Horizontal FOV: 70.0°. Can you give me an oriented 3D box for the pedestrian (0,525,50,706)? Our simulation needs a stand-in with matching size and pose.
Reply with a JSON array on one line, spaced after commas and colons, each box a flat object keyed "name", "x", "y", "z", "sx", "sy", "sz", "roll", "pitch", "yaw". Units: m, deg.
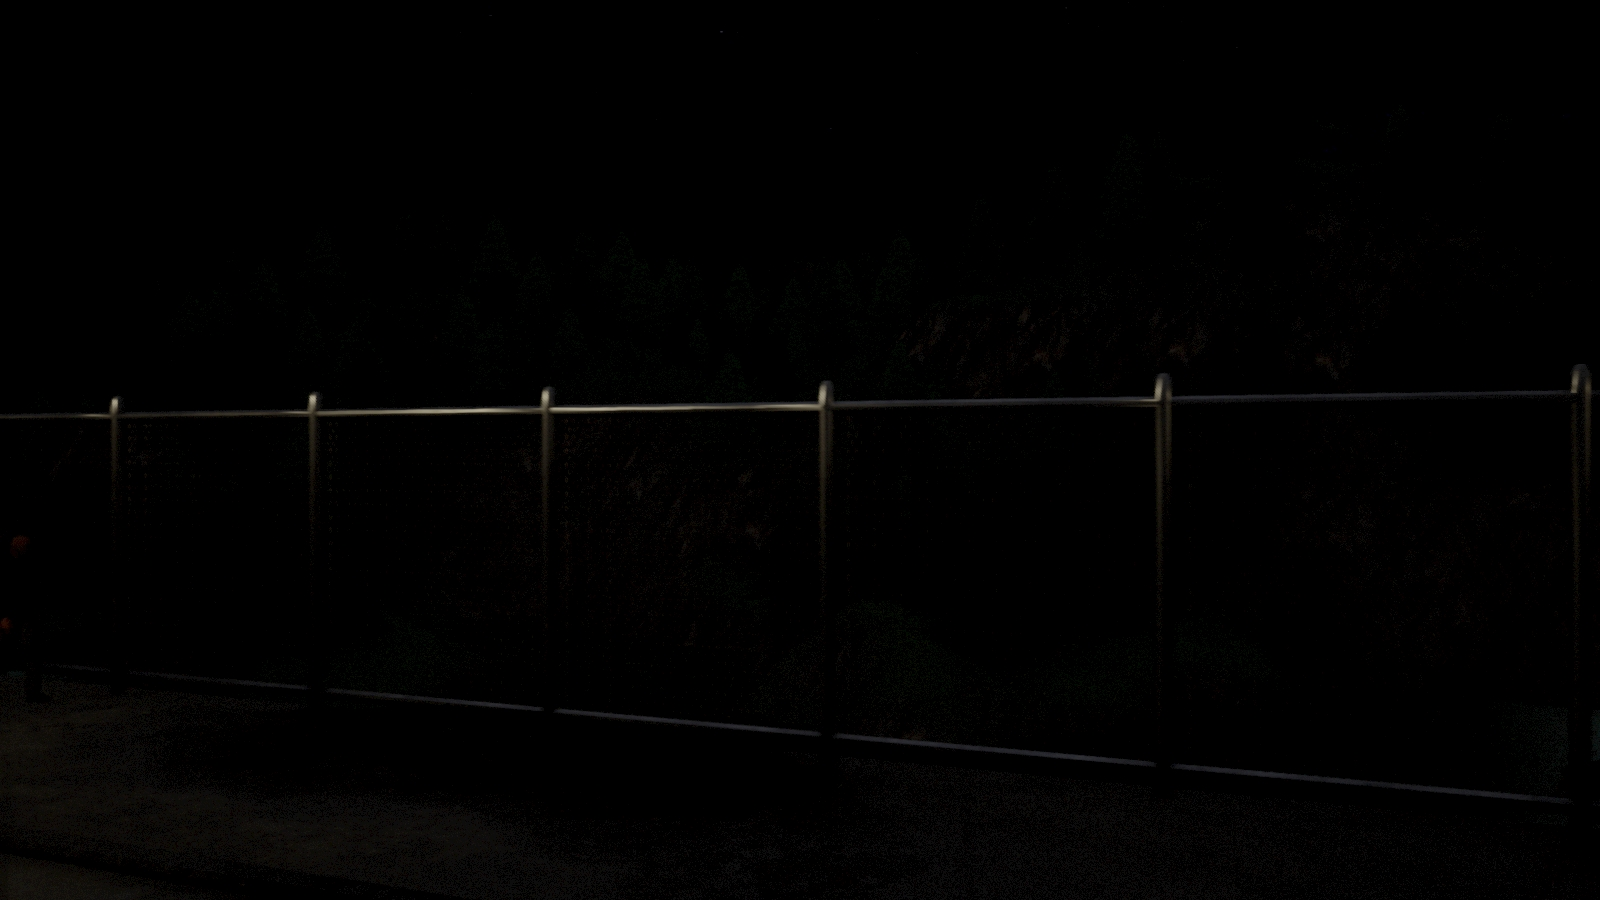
[{"name": "pedestrian", "x": -8.295, "y": 1.744, "z": 12.154, "sx": 0.375, "sy": 1.860, "sz": 0.375, "roll": 0, "pitch": 0, "yaw": 17}]
